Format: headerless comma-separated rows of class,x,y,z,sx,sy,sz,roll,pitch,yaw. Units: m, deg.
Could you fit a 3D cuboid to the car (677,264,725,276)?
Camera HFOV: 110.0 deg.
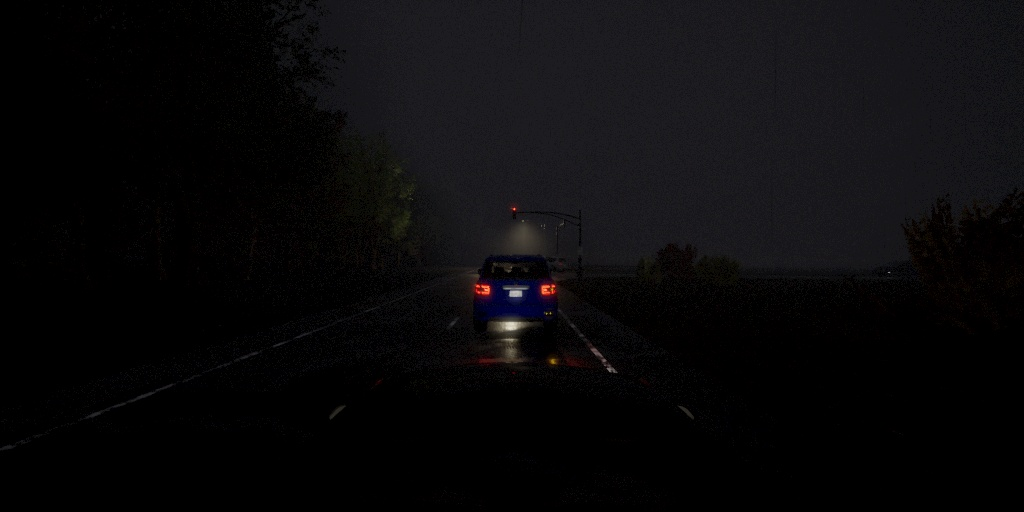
car,22.567,1.601,42.377,5.357,1.411,2.033,1,-1,0

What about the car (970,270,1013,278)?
car,52.069,1.880,38.649,4.181,1.385,1.994,1,-1,1

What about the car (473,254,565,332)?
car,0.090,0.974,11.059,2.150,2.045,5.566,0,0,0

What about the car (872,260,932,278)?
car,46.036,1.534,42.274,5.566,2.045,2.150,1,-1,1

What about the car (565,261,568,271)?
car,4.364,1.081,45.687,5.566,2.045,2.150,2,2,37
